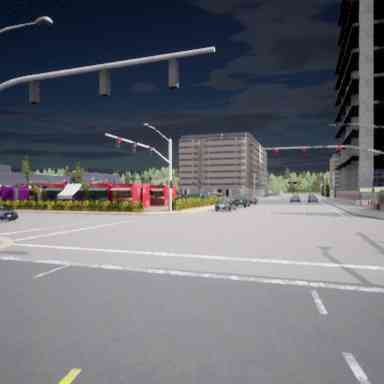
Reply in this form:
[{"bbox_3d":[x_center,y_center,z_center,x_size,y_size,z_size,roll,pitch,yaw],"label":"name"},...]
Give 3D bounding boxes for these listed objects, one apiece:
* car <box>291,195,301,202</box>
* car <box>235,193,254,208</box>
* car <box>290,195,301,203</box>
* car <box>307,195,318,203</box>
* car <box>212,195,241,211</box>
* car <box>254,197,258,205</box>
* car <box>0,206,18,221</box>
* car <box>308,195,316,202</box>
[{"bbox_3d":[24.545,1.515,78.444,2.033,1.411,5.357,0,0,19],"label":"car"},{"bbox_3d":[7.239,1.206,49.113,2.150,2.045,5.566,0,0,18],"label":"car"},{"bbox_3d":[21.474,1.532,69.217,1.994,1.385,4.181,0,0,19],"label":"car"},{"bbox_3d":[24.684,1.519,67.785,2.033,1.411,5.357,0,0,19],"label":"car"},{"bbox_3d":[4.090,1.479,39.726,2.128,1.511,4.902,0,0,19],"label":"car"},{"bbox_3d":[10.455,1.545,58.643,1.994,1.385,4.181,0,0,19],"label":"car"},{"bbox_3d":[-15.611,1.612,25.727,4.181,1.385,1.994,0,0,19],"label":"car"},{"bbox_3d":[27.967,1.499,77.643,1.812,1.442,4.674,0,0,19],"label":"car"}]
